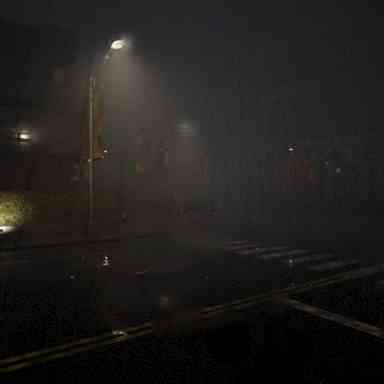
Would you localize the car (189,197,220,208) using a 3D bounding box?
[{"bbox_3d":[1.783,1.478,49.515,1.882,1.535,5.008,0,0,-35],"label":"car"}]

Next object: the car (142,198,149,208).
[{"bbox_3d":[-5.089,1.492,45.125,2.128,1.511,4.902,0,0,-34],"label":"car"}]

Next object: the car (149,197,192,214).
[{"bbox_3d":[-2.373,1.526,35.002,1.812,1.442,4.674,0,0,-35],"label":"car"}]

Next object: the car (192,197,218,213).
[{"bbox_3d":[0.711,1.564,36.697,1.994,1.385,4.181,0,0,-35],"label":"car"}]
